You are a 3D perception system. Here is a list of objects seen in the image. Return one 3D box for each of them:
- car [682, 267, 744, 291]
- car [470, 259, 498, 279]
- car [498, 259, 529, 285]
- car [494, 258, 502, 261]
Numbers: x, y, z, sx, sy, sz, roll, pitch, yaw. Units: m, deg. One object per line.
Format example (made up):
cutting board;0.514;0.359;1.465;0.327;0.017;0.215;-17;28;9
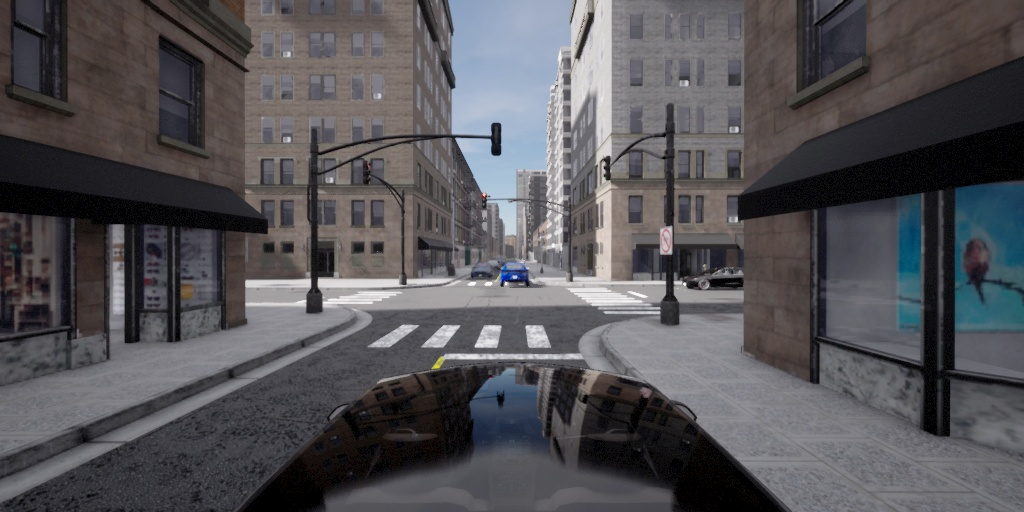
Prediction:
car;12.448;1.311;21.314;4.313;1.339;1.948;0;0;0
car;-2.718;1.301;33.470;2.033;1.411;5.357;0;0;0
car;0.199;1.228;25.732;1.882;1.535;5.008;0;0;0
car;-2.643;1.295;49.439;1.812;1.442;4.674;0;0;0
